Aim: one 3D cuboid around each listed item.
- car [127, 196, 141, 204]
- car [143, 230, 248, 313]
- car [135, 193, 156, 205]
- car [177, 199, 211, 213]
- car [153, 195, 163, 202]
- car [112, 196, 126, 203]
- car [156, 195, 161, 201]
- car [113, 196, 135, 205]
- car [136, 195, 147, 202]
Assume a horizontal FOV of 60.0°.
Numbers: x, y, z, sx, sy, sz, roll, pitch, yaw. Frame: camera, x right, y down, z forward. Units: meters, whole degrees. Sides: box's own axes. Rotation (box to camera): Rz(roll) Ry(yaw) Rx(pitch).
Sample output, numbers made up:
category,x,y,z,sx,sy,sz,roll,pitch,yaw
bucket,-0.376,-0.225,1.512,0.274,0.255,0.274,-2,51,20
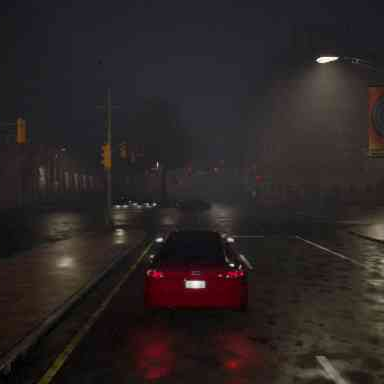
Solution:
category,x,y,z,sx,sy,sz,roll,pitch,yaw
car,-11.559,1.564,66.189,1.994,1.385,4.181,0,0,0
car,0.071,1.564,7.746,1.994,1.385,4.181,0,0,0
car,-8.109,1.221,58.610,2.150,2.045,5.566,0,0,0
car,0.249,1.525,37.894,1.812,1.442,4.674,1,0,42
car,-8.039,1.500,78.613,1.837,1.490,4.892,0,0,0
car,-14.783,1.595,67.851,1.895,1.301,4.718,0,0,0
car,-8.038,1.600,68.409,1.895,1.301,4.718,0,0,0
car,-11.610,1.564,56.895,1.994,1.385,4.181,0,0,0
car,-11.538,1.478,76.608,1.882,1.535,5.008,0,0,0
